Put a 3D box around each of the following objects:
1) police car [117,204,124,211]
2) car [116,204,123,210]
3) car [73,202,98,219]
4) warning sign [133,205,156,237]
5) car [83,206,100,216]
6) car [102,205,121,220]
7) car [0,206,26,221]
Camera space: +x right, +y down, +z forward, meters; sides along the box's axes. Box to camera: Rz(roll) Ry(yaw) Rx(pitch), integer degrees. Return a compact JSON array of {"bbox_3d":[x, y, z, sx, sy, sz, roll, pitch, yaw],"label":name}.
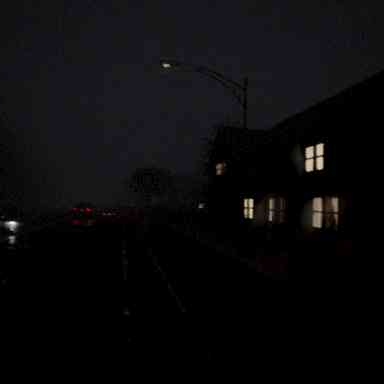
[{"bbox_3d":[-17.210,3.656,78.837,1.930,1.638,5.238,2,-2,-12],"label":"police car"},{"bbox_3d":[-19.258,4.022,88.506,1.812,1.442,4.674,2,-2,-12],"label":"car"},{"bbox_3d":[-13.679,2.317,42.239,2.150,2.045,5.566,2,-2,-12],"label":"car"},{"bbox_3d":[-2.933,1.758,20.444,1.300,1.860,1.060,2,-2,-12],"label":"warning sign"},{"bbox_3d":[-15.891,2.936,52.645,2.033,1.411,5.357,2,-2,-12],"label":"car"},{"bbox_3d":[-10.219,2.712,41.508,2.033,1.411,5.357,2,-2,-12],"label":"car"},{"bbox_3d":[-18.932,2.231,34.968,1.812,1.442,4.674,2,-2,-10],"label":"car"}]
